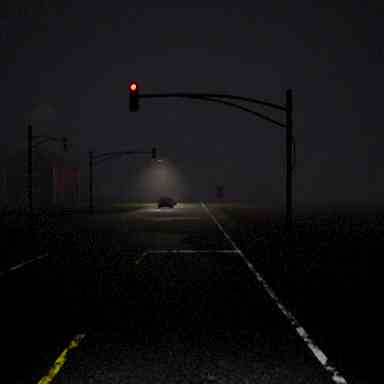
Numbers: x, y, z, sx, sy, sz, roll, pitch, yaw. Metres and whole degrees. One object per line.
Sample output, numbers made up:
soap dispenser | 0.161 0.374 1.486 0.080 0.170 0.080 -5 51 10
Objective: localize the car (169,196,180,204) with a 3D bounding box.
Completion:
car | -3.426 1.509 64.947 1.895 1.301 4.718 0 0 1

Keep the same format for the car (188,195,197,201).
car | 0.139 1.357 76.937 1.882 1.535 5.008 0 0 0

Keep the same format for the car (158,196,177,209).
car | -3.508 1.425 45.156 1.882 1.535 5.008 0 0 0

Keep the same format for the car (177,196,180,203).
car | -3.480 1.454 55.019 1.812 1.442 4.674 0 0 1

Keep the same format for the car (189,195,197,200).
car | 0.157 1.405 86.624 1.994 1.385 4.181 0 0 0
